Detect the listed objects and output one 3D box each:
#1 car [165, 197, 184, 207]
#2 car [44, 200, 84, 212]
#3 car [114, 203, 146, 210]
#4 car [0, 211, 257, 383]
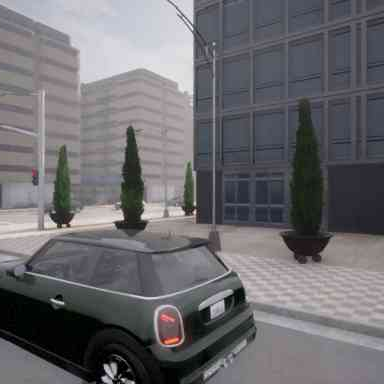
[{"bbox_3d":[-2.220,1.560,52.716,1.837,1.490,4.892,0,0,35],"label":"car"},{"bbox_3d":[-14.062,1.560,35.955,1.837,1.490,4.892,0,0,35],"label":"car"},{"bbox_3d":[-8.168,1.581,44.296,1.812,1.442,4.674,0,0,35],"label":"car"},{"bbox_3d":[-1.439,1.352,5.018,4.553,1.767,2.097,0,0,35],"label":"car"}]
